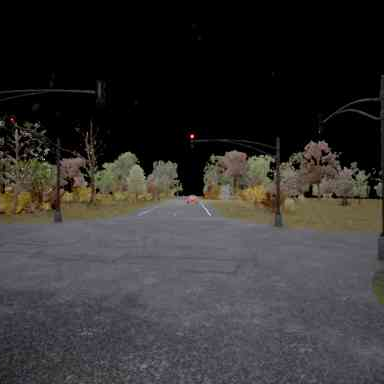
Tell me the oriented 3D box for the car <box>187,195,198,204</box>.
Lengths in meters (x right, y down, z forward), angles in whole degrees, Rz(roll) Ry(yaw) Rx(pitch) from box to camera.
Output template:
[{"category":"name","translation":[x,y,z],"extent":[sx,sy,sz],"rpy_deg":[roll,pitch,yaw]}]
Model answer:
[{"category":"car","translation":[0.094,1.424,67.921],"extent":[2.097,1.767,4.553],"rpy_deg":[0,0,0]}]

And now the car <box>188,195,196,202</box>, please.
[{"category":"car","translation":[0.108,1.450,77.956],"extent":[1.812,1.442,4.674],"rpy_deg":[0,0,0]}]
